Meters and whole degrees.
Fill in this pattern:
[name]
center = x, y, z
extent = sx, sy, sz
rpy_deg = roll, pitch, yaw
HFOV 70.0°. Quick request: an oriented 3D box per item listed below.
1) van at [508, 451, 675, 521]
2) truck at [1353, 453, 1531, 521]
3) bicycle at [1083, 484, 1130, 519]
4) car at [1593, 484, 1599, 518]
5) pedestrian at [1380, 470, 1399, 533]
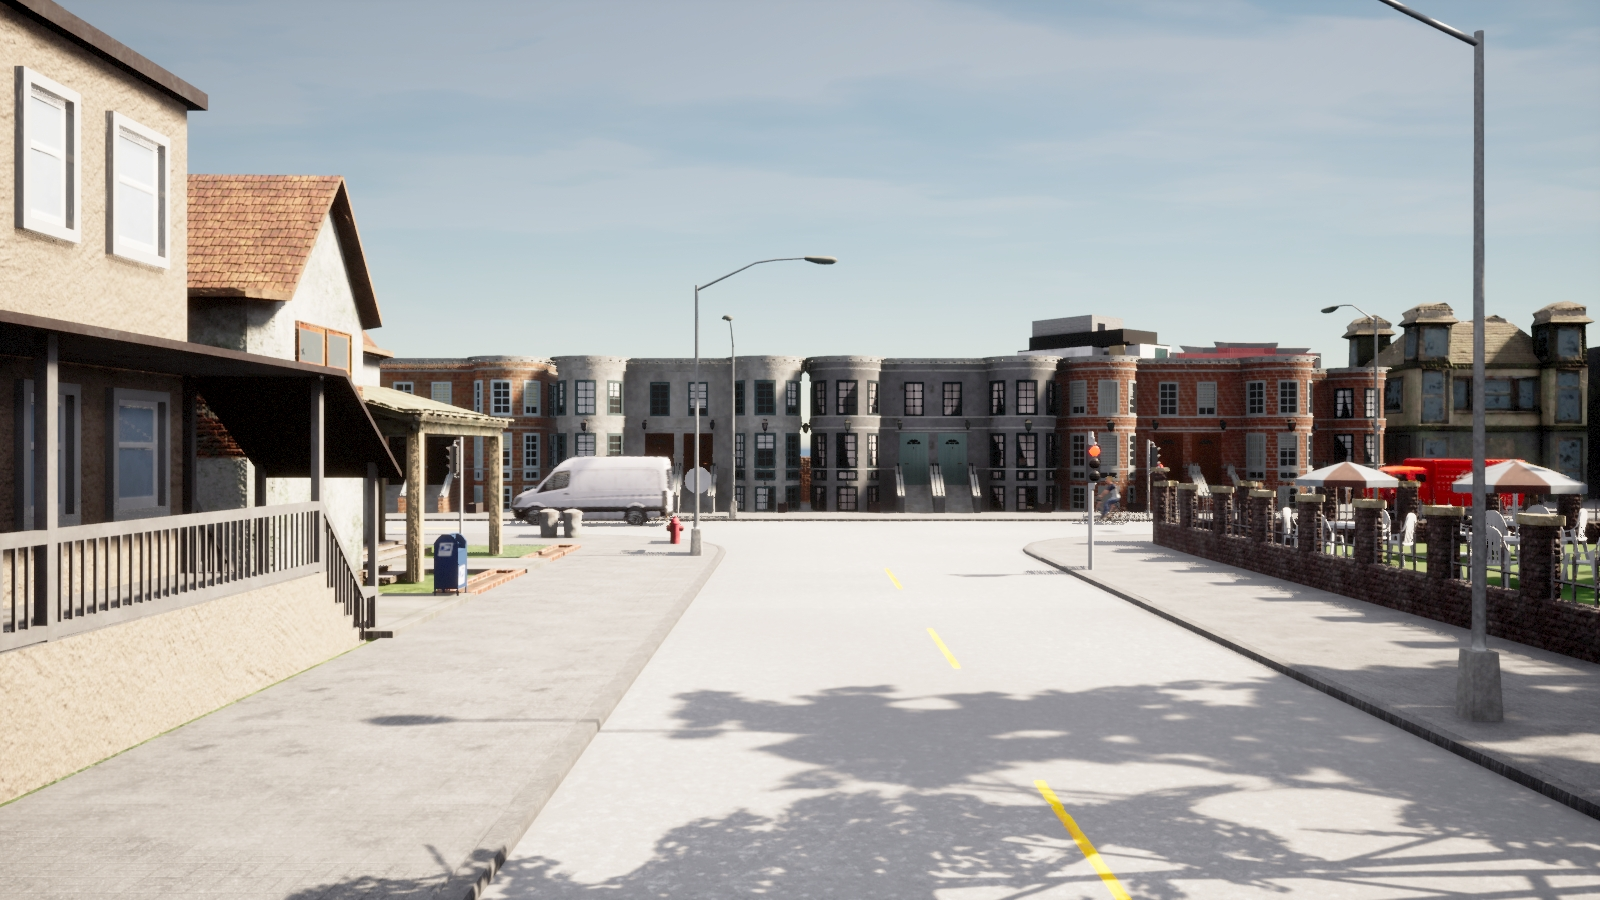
[van]
center = -7.732, 1.314, 42.757
extent = 5.915, 2.561, 1.988
rpy_deg = 0, 0, 0
[truck]
center = 23.916, 1.348, 42.737
extent = 5.204, 2.467, 2.627
rpy_deg = 0, 0, 0
[bicycle]
center = 11.475, 1.936, 42.740
extent = 1.643, 1.296, 0.373
rpy_deg = 0, 0, 0
[car]
center = 32.698, 1.935, 42.748
extent = 4.718, 1.301, 1.895
rpy_deg = 0, 0, 0
[pedestrian]
center = 17.513, 1.517, 33.954
extent = 0.375, 1.860, 0.375
rpy_deg = 0, 0, 0
